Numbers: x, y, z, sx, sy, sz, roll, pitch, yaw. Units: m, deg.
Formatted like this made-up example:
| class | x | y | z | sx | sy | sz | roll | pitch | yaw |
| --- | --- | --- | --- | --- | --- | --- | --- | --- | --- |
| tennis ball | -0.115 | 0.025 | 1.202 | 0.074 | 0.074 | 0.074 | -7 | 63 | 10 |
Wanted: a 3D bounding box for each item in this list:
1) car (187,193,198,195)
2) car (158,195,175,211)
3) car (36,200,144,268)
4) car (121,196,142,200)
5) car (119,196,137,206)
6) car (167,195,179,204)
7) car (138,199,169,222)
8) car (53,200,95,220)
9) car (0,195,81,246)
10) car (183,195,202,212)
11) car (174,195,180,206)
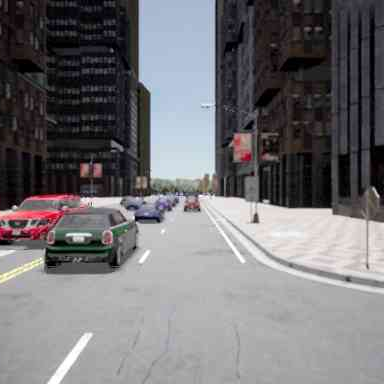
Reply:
| class | x | y | z | sx | sy | sz | roll | pitch | yaw |
| --- | --- | --- | --- | --- | --- | --- | --- | --- | --- |
| car | 0.036 | 1.308 | 47.376 | 1.882 | 1.535 | 5.008 | 0 | 0 | 0 |
| car | -3.221 | 1.395 | 37.602 | 1.812 | 1.442 | 4.674 | 0 | 0 | 0 |
| car | -3.141 | 1.321 | 11.352 | 2.097 | 1.767 | 4.553 | 0 | 0 | 0 |
| car | -6.541 | 1.410 | 39.105 | 2.033 | 1.411 | 5.357 | 0 | 0 | 0 |
| car | -9.717 | 1.341 | 50.949 | 1.812 | 1.442 | 4.674 | 0 | 0 | 0 |
| car | -3.206 | 1.268 | 57.422 | 1.882 | 1.535 | 5.008 | 0 | 0 | 0 |
| car | -3.139 | 1.481 | 25.218 | 1.994 | 1.385 | 4.181 | 0 | 0 | 1 |
| car | -9.825 | 1.469 | 28.039 | 1.994 | 1.385 | 4.181 | 0 | 0 | 0 |
| car | -6.589 | 1.175 | 15.240 | 2.150 | 2.045 | 5.566 | 0 | 0 | 0 |
| car | 0.028 | 1.397 | 37.184 | 1.812 | 1.442 | 4.674 | 0 | 0 | 0 |
| car | -3.213 | 1.376 | 47.703 | 2.033 | 1.411 | 5.357 | 0 | 0 | 0 |
